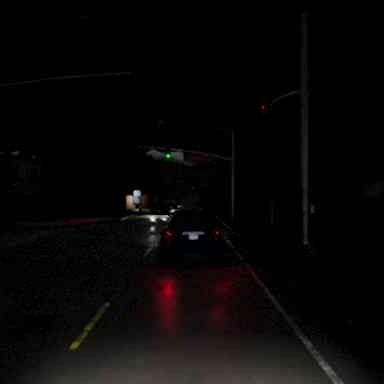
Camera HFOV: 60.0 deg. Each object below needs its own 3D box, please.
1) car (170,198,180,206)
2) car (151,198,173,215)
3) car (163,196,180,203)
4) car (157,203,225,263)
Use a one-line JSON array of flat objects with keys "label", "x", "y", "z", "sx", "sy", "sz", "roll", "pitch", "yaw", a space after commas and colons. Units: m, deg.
[{"label": "car", "x": -3.503, "y": 2.074, "z": 70.378, "sx": 1.882, "sy": 1.535, "sz": 5.008, "roll": 0, "pitch": 0, "yaw": 0}, {"label": "car", "x": -3.593, "y": 1.838, "z": 38.668, "sx": 1.837, "sy": 1.490, "sz": 4.892, "roll": 0, "pitch": 0, "yaw": 0}, {"label": "car", "x": -3.564, "y": 1.698, "z": 54.713, "sx": 2.150, "sy": 2.045, "sz": 5.566, "roll": 0, "pitch": -1, "yaw": 0}, {"label": "car", "x": -0.169, "y": 1.462, "z": 12.614, "sx": 2.097, "sy": 1.767, "sz": 4.553, "roll": 0, "pitch": -1, "yaw": -6}]
